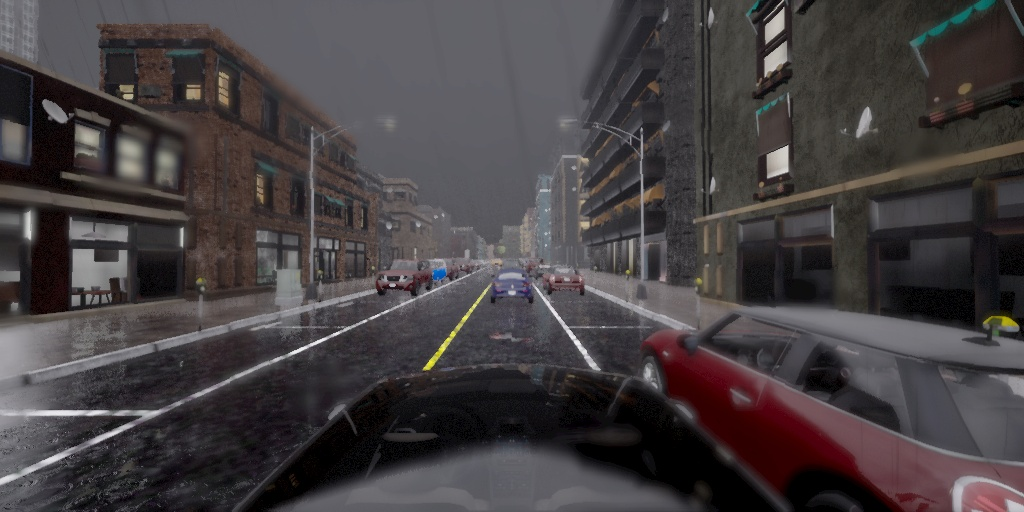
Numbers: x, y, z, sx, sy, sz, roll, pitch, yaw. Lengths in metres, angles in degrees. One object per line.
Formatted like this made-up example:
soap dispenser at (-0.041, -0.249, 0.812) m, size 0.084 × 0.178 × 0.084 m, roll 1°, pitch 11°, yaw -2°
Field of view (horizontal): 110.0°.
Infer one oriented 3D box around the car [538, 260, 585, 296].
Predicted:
car at (2.692, 1.193, 19.562) m, size 1.967 × 1.591 × 4.097 m, roll 0°, pitch 0°, yaw 0°

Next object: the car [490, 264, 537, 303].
car at (0.000, 1.287, 16.502) m, size 1.812 × 1.442 × 4.674 m, roll 0°, pitch 0°, yaw 0°

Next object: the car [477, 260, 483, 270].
car at (-5.689, 1.200, 52.012) m, size 1.967 × 1.591 × 4.097 m, roll 0°, pitch 0°, yaw 0°

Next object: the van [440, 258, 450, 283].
van at (-5.689, 1.096, 24.976) m, size 1.690 × 1.789 × 3.998 m, roll 0°, pitch 0°, yaw 0°

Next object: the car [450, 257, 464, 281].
car at (-5.689, 1.071, 30.383) m, size 2.192 × 1.841 × 5.009 m, roll 0°, pitch 0°, yaw 0°

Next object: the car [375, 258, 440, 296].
car at (-5.689, 1.068, 19.569) m, size 2.192 × 1.841 × 5.009 m, roll 0°, pitch 0°, yaw 0°

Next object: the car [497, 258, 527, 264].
car at (0.000, 1.124, 31.475) m, size 2.097 × 1.767 × 4.553 m, roll 0°, pitch 0°, yaw 0°

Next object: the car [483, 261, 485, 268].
car at (-5.690, 1.313, 62.826) m, size 2.007 × 1.370 × 4.403 m, roll 0°, pitch 0°, yaw 0°

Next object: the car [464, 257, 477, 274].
car at (-5.689, 1.073, 41.198) m, size 2.192 × 1.841 × 5.009 m, roll 0°, pitch 0°, yaw 0°

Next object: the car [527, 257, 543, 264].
car at (2.691, 1.073, 41.190) m, size 2.192 × 1.841 × 5.009 m, roll 0°, pitch 0°, yaw 0°

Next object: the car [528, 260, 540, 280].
car at (2.692, 1.307, 30.376) m, size 2.007 × 1.370 × 4.403 m, roll 0°, pitch 0°, yaw 0°

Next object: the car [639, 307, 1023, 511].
car at (2.692, 1.188, 3.340) m, size 1.967 × 1.591 × 4.097 m, roll 0°, pitch 0°, yaw 0°
